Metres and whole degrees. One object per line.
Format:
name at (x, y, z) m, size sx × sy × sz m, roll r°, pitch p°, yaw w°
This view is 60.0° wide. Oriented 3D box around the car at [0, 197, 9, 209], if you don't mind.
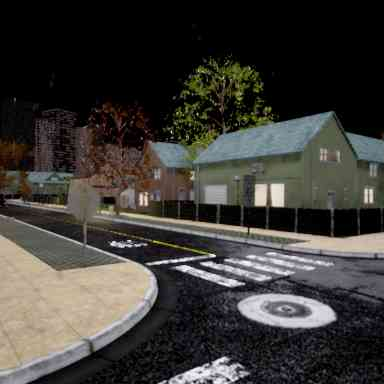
car at (-24.908, 1.367, 42.665) m, size 1.837 × 1.490 × 4.892 m, roll 1°, pitch 0°, yaw -38°
